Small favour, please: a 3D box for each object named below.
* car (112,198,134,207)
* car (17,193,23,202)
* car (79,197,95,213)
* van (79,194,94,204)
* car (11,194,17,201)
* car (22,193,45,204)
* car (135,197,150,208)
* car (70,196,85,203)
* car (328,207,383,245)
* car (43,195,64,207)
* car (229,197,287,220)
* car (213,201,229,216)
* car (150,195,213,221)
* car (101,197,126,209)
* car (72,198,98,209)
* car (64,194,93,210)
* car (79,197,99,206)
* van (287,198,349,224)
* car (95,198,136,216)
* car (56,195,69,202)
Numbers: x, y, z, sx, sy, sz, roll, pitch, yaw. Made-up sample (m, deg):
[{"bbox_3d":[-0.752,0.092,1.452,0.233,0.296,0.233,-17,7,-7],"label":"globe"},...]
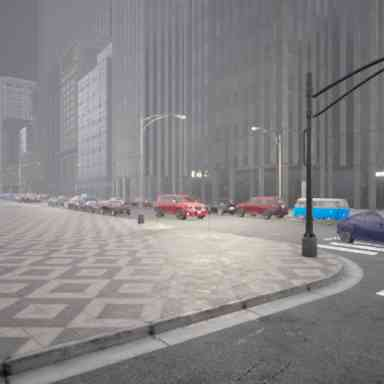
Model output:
[{"bbox_3d":[-10.686,1.587,51.507,1.802,1.307,4.206,0,0,-36],"label":"car"},{"bbox_3d":[-34.222,1.278,69.261,2.192,1.841,5.009,0,0,-36],"label":"car"},{"bbox_3d":[-10.928,1.597,37.389,1.802,1.307,4.206,0,0,-36],"label":"car"},{"bbox_3d":[-20.669,1.325,65.167,1.690,1.788,3.998,0,0,-36],"label":"van"},{"bbox_3d":[-40.754,1.458,78.197,1.752,1.417,4.829,0,0,-35],"label":"car"},{"bbox_3d":[-30.893,1.290,64.708,2.192,1.841,5.009,0,0,-36],"label":"car"},{"bbox_3d":[-7.357,1.449,46.953,1.967,1.590,4.097,0,0,-36],"label":"car"},{"bbox_3d":[-24.098,1.497,69.860,1.752,1.417,4.829,0,0,-36],"label":"car"},{"bbox_3d":[7.993,1.534,13.645,1.812,1.442,4.674,0,0,-15],"label":"car"},{"bbox_3d":[-20.910,1.554,51.048,2.008,1.369,4.403,0,0,-36],"label":"car"},{"bbox_3d":[5.954,1.336,28.740,2.192,1.841,5.009,0,0,-36],"label":"car"},{"bbox_3d":[2.626,1.584,33.294,1.947,1.339,4.313,0,0,-36],"label":"car"},{"bbox_3d":[-1.067,1.243,28.248,2.150,2.045,5.566,0,0,-36],"label":"car"},{"bbox_3d":[-11.230,1.534,47.495,1.812,1.442,4.674,0,0,-36],"label":"car"},{"bbox_3d":[-15.575,1.555,48.254,2.033,1.411,5.357,0,0,-36],"label":"car"},{"bbox_3d":[-14.255,1.452,41.942,1.967,1.590,4.097,0,0,-36],"label":"car"},{"bbox_3d":[-17.237,1.563,55.626,1.994,1.385,4.181,0,0,-36],"label":"car"},{"bbox_3d":[9.283,1.364,24.186,1.690,1.788,3.998,0,0,-36],"label":"van"},{"bbox_3d":[-7.600,1.563,32.836,1.887,1.381,4.507,0,0,-36],"label":"car"},{"bbox_3d":[-30.769,1.468,78.997,1.752,1.417,4.829,0,0,-35],"label":"car"}]
